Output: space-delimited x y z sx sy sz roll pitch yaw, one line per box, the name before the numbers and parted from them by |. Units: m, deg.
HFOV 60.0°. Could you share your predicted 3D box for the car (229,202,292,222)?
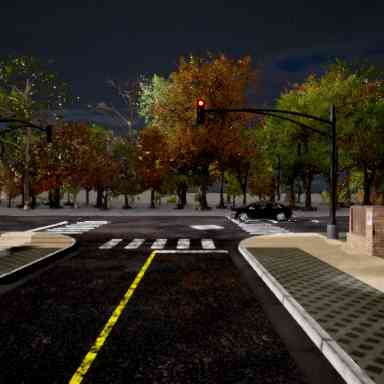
car | 5.410 1.533 26.332 4.892 1.490 1.837 0 0 0
